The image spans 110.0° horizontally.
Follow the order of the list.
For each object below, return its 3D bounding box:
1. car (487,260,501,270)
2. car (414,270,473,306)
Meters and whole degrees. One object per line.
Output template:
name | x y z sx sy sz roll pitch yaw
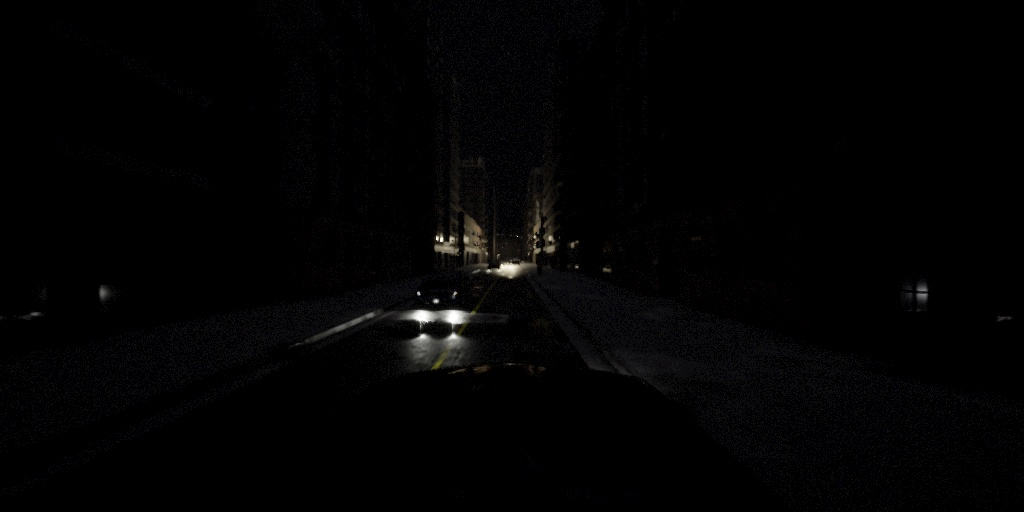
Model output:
car | -2.794 1.344 56.382 1.882 1.535 5.008 0 0 1
car | -2.845 1.321 16.115 2.033 1.411 5.357 0 0 0
